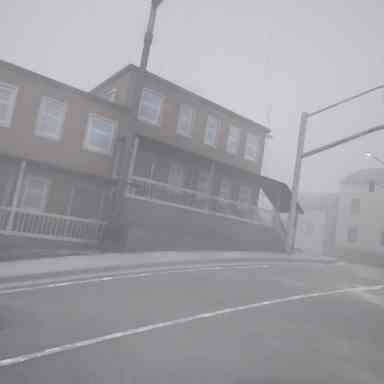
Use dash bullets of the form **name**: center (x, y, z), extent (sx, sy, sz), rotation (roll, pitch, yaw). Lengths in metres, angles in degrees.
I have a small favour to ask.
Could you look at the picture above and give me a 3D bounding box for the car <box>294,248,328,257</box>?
- **car**: center (9.697, 5.693, 29.283), extent (1.812, 1.442, 4.674), rotation (14, -16, -34)
